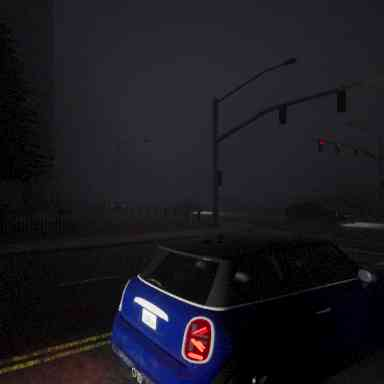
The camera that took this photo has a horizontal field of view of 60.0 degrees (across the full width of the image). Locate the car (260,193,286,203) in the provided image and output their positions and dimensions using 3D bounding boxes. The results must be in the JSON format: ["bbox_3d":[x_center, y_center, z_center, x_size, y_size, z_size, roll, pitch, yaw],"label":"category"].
[{"bbox_3d":[15.492,1.395,62.674,1.970,1.475,3.806,0,0,-36],"label":"car"}]

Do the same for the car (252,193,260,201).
[{"bbox_3d":[13.787,1.363,80.000,1.784,1.438,3.905,0,0,-36],"label":"car"}]

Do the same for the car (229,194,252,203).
[{"bbox_3d":[11.429,1.395,78.321,1.970,1.475,3.806,0,0,-36],"label":"car"}]

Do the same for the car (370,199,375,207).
[{"bbox_3d":[23.422,1.156,46.878,1.905,1.878,3.866,0,0,-36],"label":"car"}]

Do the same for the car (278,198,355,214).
[{"bbox_3d":[9.487,1.505,25.697,1.837,1.490,4.892,0,0,-41],"label":"car"}]

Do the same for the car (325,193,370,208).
[{"bbox_3d":[21.034,1.153,45.243,1.932,1.855,4.605,0,0,-36],"label":"car"}]

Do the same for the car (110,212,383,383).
[{"bbox_3d":[1.288,1.352,4.718,4.553,1.767,2.097,0,0,-35],"label":"car"}]

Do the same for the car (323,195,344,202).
[{"bbox_3d":[31.599,1.363,74.179,1.784,1.438,3.905,0,0,-36],"label":"car"}]

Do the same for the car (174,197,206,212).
[{"bbox_3d":[-0.283,1.564,38.674,1.994,1.385,4.181,0,0,-36],"label":"car"}]

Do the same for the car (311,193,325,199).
[{"bbox_3d":[29.203,1.153,72.551,1.932,1.855,4.605,0,0,-36],"label":"car"}]

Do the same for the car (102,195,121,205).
[{"bbox_3d":[-14.073,1.351,58.022,2.097,1.767,4.553,0,0,-35],"label":"car"}]
